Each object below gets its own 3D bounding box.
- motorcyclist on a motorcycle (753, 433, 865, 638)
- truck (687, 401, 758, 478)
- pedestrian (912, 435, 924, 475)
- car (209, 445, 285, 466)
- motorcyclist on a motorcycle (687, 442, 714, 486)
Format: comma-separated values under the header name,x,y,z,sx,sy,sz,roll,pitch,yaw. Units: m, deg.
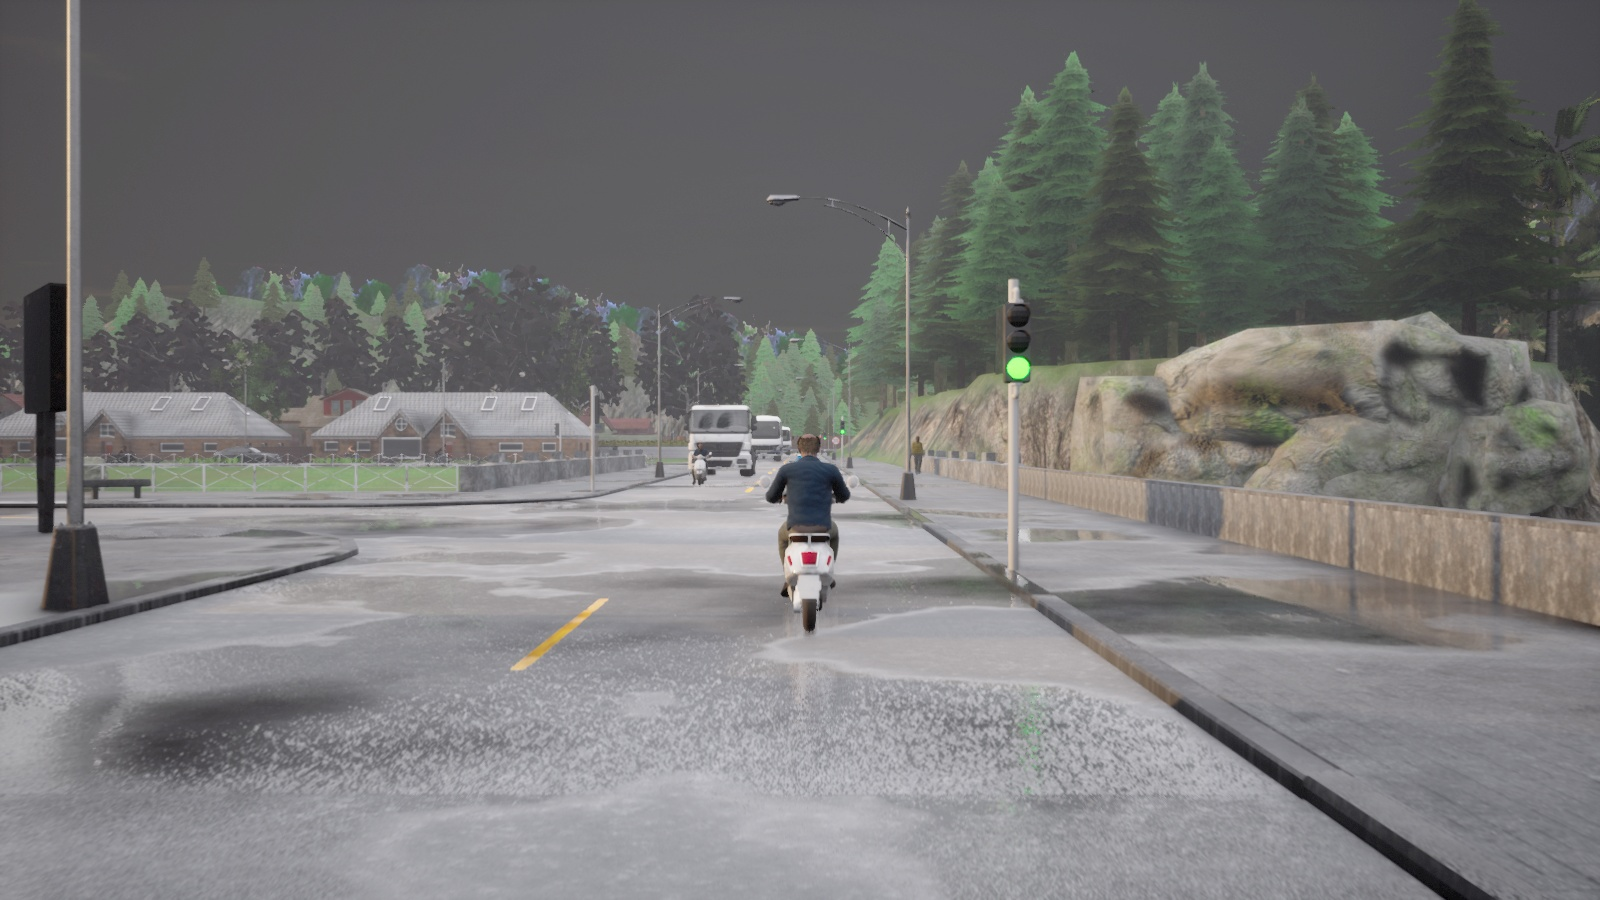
name,x,y,z,sx,sy,sz,roll,pitch,yaw
motorcyclist on a motorcycle,0.076,0.658,10.666,0.866,1.590,1.817,0,0,0
truck,-3.647,-0.478,60.783,2.891,3.462,7.936,0,0,0
pedestrian,5.456,0.232,57.946,0.370,1.835,0.726,0,0,-10
car,-39.476,0.386,89.704,4.674,1.442,1.812,0,0,0
motorcyclist on a motorcycle,-3.724,0.511,47.226,0.866,1.590,1.817,0,0,0
